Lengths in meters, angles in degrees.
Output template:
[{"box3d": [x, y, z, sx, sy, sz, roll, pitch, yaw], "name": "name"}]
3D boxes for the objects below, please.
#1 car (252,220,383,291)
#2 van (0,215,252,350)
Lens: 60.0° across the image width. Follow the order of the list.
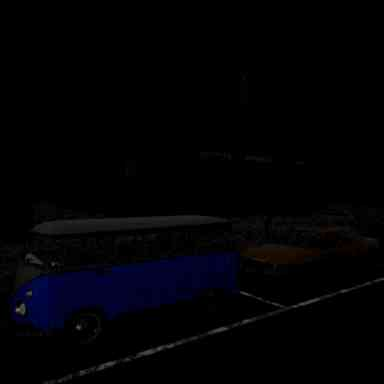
[{"box3d": [3.291, 1.524, 8.976, 4.829, 1.417, 1.752, 0, 0, -35], "name": "car"}, {"box3d": [-1.006, 1.341, 5.928, 3.998, 1.788, 1.690, 0, 0, -35], "name": "van"}]
